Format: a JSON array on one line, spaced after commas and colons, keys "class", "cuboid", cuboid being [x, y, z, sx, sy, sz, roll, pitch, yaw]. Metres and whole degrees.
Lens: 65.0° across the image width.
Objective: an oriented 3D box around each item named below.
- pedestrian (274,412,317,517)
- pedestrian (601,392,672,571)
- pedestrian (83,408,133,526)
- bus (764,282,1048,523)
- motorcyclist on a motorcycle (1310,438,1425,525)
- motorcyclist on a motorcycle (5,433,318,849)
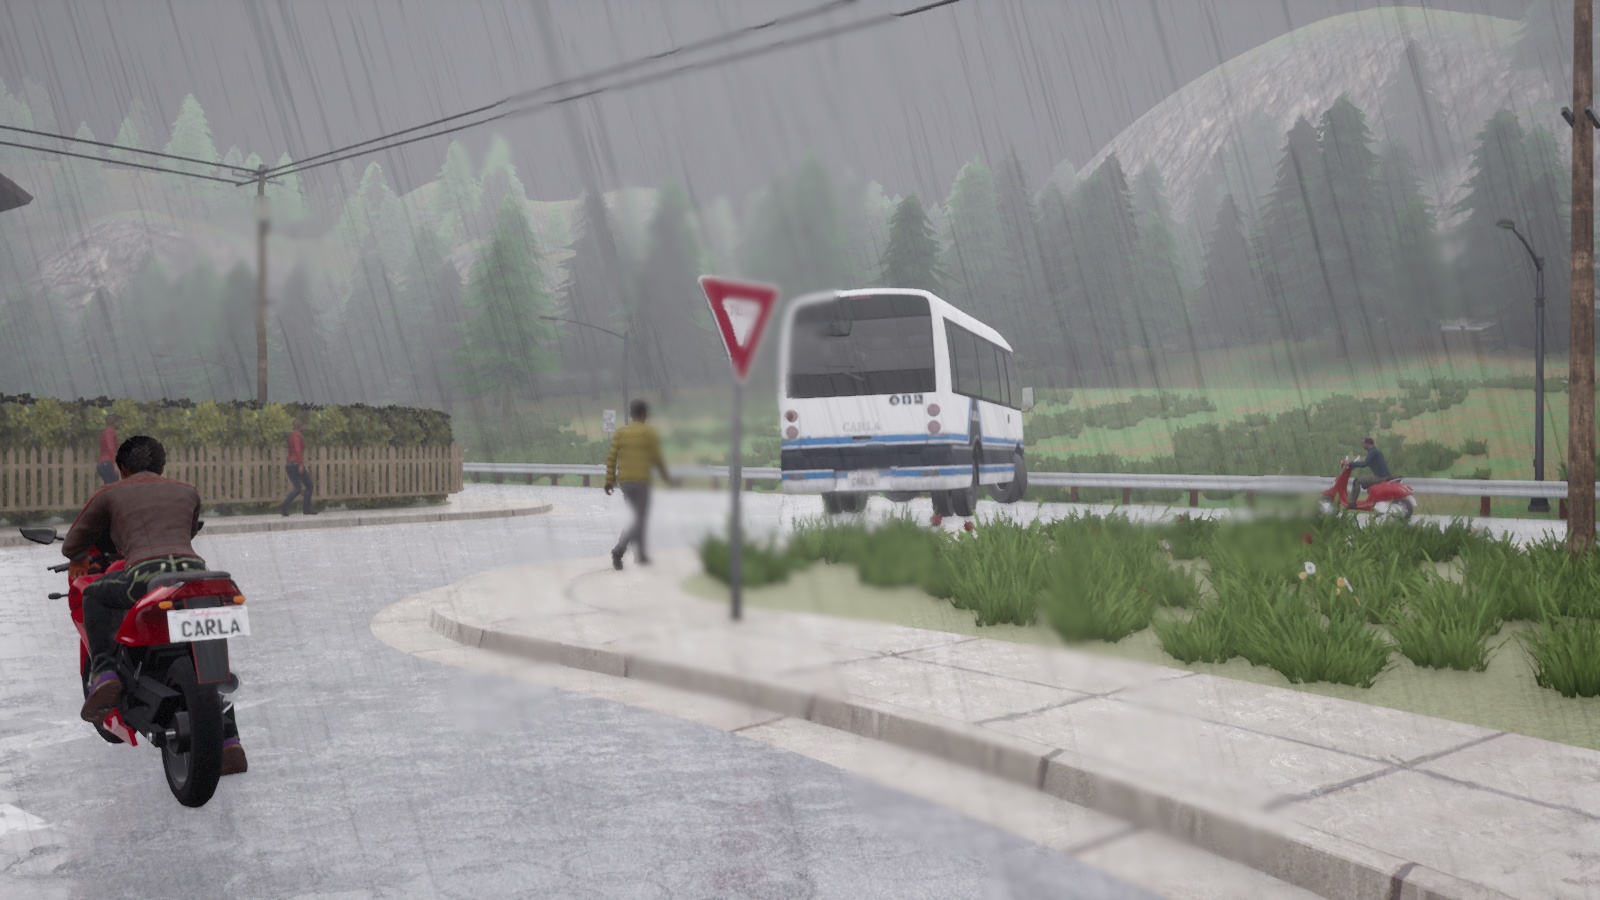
[{"class": "pedestrian", "cuboid": [-9.056, 0.254, 22.545, 0.636, 1.846, 0.331, 0, 0, -44]}, {"class": "pedestrian", "cuboid": [-1.724, 0.318, 13.325, 0.431, 1.840, 0.709, 0, 0, 25]}, {"class": "pedestrian", "cuboid": [-11.096, 0.267, 20.138, 0.636, 1.846, 0.331, 0, 0, -44]}, {"class": "bus", "cuboid": [2.837, -0.788, 27.888, 3.944, 4.253, 10.273, -2, -1, 18]}, {"class": "motorcyclist on a motorcycle", "cuboid": [10.782, 0.565, 23.877, 1.817, 1.590, 0.866, 0, 0, 39]}, {"class": "motorcyclist on a motorcycle", "cuboid": [-2.926, 0.691, 5.626, 0.797, 1.523, 2.044, 0, 0, -40]}]
